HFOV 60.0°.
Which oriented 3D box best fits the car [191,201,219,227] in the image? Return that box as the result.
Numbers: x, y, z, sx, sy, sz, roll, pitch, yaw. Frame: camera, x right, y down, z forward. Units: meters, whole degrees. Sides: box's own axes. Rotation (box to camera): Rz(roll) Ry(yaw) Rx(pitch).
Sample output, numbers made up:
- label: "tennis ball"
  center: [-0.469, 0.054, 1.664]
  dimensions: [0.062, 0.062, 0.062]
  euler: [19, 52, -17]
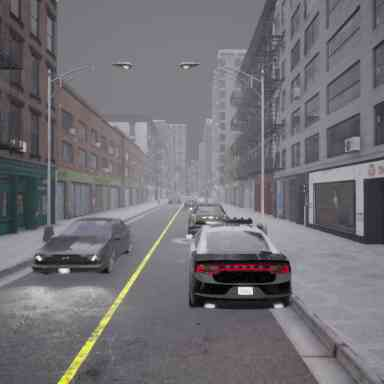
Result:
- label: "car"
  center: [0.824, 1.476, 24.162]
  dimensions: [1.801, 1.575, 5.366]
  euler: [0, 0, 0]

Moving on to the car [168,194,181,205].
- label: "car"
  center: [-3.196, 1.323, 61.233]
  dimensions: [2.150, 2.045, 5.566]
  euler: [0, 0, 0]

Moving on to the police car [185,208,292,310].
- label: "police car"
  center: [0.876, 1.429, 8.081]
  dimensions: [1.930, 1.638, 5.238]
  euler: [0, 0, 0]

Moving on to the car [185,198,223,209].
- label: "car"
  center: [0.843, 1.363, 17.942]
  dimensions: [2.097, 1.767, 4.553]
  euler: [0, 0, 0]

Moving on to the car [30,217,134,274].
- label: "car"
  center: [-3.135, 1.553, 10.815]
  dimensions: [2.033, 1.411, 5.357]
  euler: [0, 0, 0]
